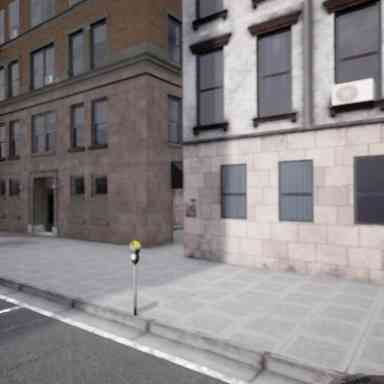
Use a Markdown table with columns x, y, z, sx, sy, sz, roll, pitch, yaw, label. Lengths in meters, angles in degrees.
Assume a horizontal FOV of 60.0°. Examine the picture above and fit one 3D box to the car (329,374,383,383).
| x | y | z | sx | sy | sz | roll | pitch | yaw | label |
| --- | --- | --- | --- | --- | --- | --- | --- | --- | --- |
| 2.378 | 1.555 | 1.113 | 4.313 | 1.339 | 1.947 | -1 | 0 | 36 | car |
